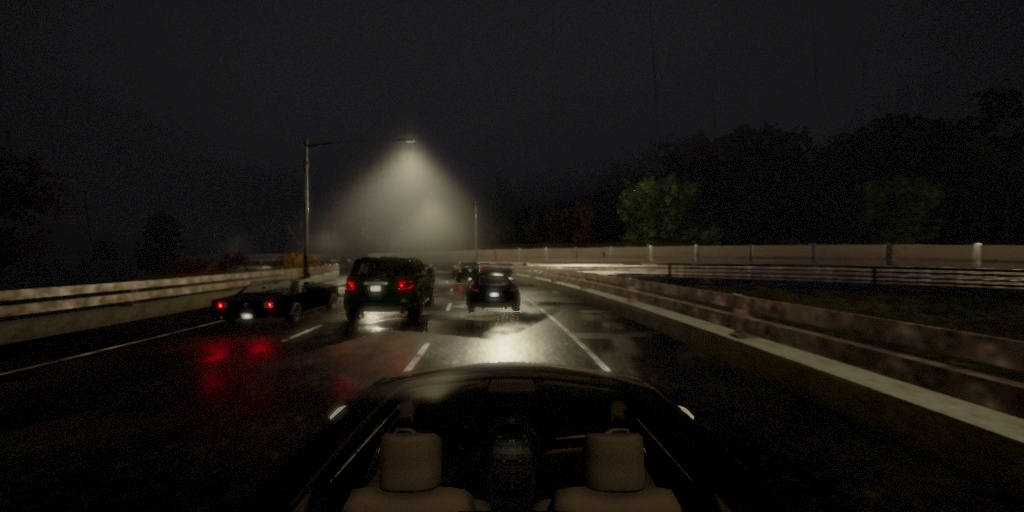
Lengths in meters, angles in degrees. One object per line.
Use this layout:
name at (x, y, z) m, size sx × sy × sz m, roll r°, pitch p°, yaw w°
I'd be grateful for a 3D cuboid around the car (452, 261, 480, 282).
car at (-3.758, 1.177, 29.844) m, size 2.097 × 1.767 × 4.553 m, roll 0°, pitch 0°, yaw -14°

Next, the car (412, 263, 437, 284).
car at (-7.281, 1.349, 29.544) m, size 1.837 × 1.490 × 4.892 m, roll 0°, pitch 0°, yaw -15°

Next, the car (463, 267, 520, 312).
car at (-0.855, 1.344, 14.633) m, size 1.994 × 1.385 × 4.181 m, roll 0°, pitch 0°, yaw -7°

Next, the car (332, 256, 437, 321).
car at (-4.153, 1.017, 12.888) m, size 2.150 × 2.045 × 5.566 m, roll 0°, pitch 0°, yaw -6°

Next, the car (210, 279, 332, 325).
car at (-7.601, 1.410, 12.206) m, size 1.895 × 1.301 × 4.718 m, roll 0°, pitch 0°, yaw -6°
